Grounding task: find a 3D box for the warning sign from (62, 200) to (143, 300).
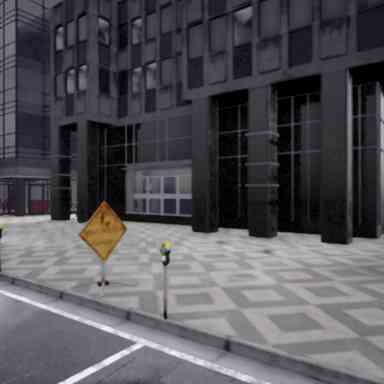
[{"bbox_3d":[-1.908,1.129,7.158,1.060,1.860,1.300,0,0,36],"label":"warning sign"}]
